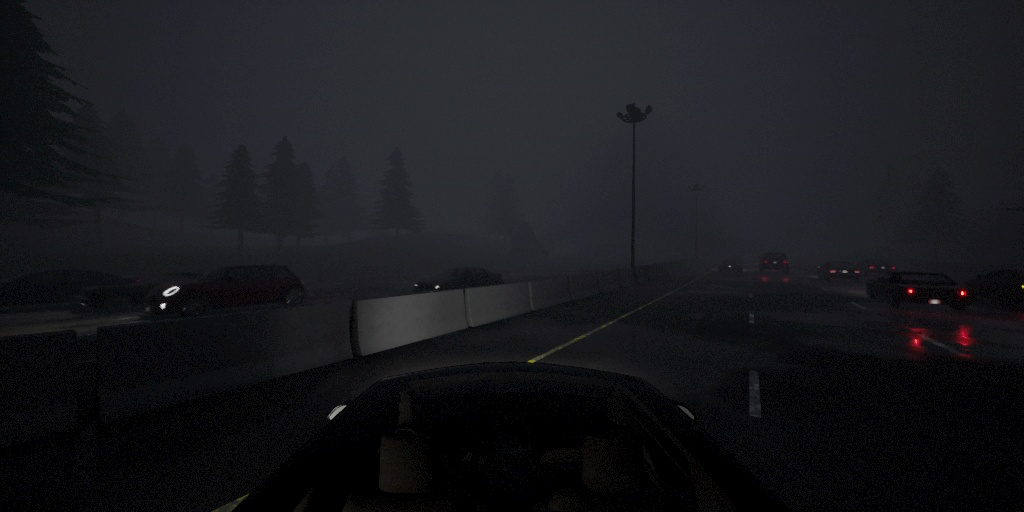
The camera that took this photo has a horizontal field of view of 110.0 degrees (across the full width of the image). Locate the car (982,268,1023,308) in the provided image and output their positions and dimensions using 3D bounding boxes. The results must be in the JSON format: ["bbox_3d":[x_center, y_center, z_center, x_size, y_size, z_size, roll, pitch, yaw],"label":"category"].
[{"bbox_3d":[20.000,1.198,14.063,1.812,1.442,4.674,0,0,33],"label":"car"}]

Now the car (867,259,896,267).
[{"bbox_3d":[31.023,0.952,30.717,2.033,1.411,5.357,0,1,34],"label":"car"}]

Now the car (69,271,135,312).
[{"bbox_3d":[-13.677,1.339,14.277,1.895,1.301,4.718,0,0,34],"label":"car"}]

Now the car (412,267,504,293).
[{"bbox_3d":[-2.513,1.265,18.460,2.033,1.411,5.357,0,0,34],"label":"car"}]

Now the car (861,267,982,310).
[{"bbox_3d":[16.008,1.286,14.375,1.895,1.301,4.718,0,0,33],"label":"car"}]

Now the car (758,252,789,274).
[{"bbox_3d":[24.996,0.629,34.292,2.150,2.045,5.566,0,1,33],"label":"car"}]

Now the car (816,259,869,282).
[{"bbox_3d":[23.999,1.072,26.435,2.033,1.411,5.357,0,1,34],"label":"car"}]

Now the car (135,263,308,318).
[{"bbox_3d":[-10.220,1.092,13.157,2.097,1.767,4.553,0,0,34],"label":"car"}]

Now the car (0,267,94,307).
[{"bbox_3d":[-18.033,1.213,14.038,1.882,1.535,5.008,0,0,33],"label":"car"}]

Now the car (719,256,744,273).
[{"bbox_3d":[22.462,0.956,36.809,1.994,1.385,4.181,0,1,34],"label":"car"}]
